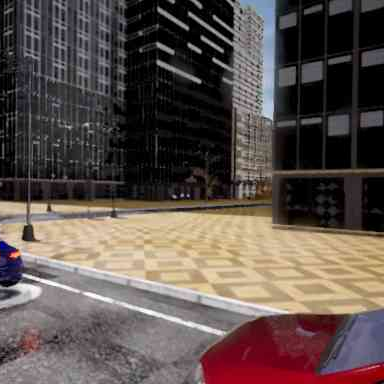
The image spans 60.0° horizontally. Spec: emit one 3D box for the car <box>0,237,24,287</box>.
[{"bbox_3d":[-5.729,1.447,7.761,4.674,1.442,1.812,1,0,36],"label":"car"}]

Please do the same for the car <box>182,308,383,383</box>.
[{"bbox_3d":[1.929,1.566,2.308,4.181,1.385,1.994,1,0,34],"label":"car"}]
